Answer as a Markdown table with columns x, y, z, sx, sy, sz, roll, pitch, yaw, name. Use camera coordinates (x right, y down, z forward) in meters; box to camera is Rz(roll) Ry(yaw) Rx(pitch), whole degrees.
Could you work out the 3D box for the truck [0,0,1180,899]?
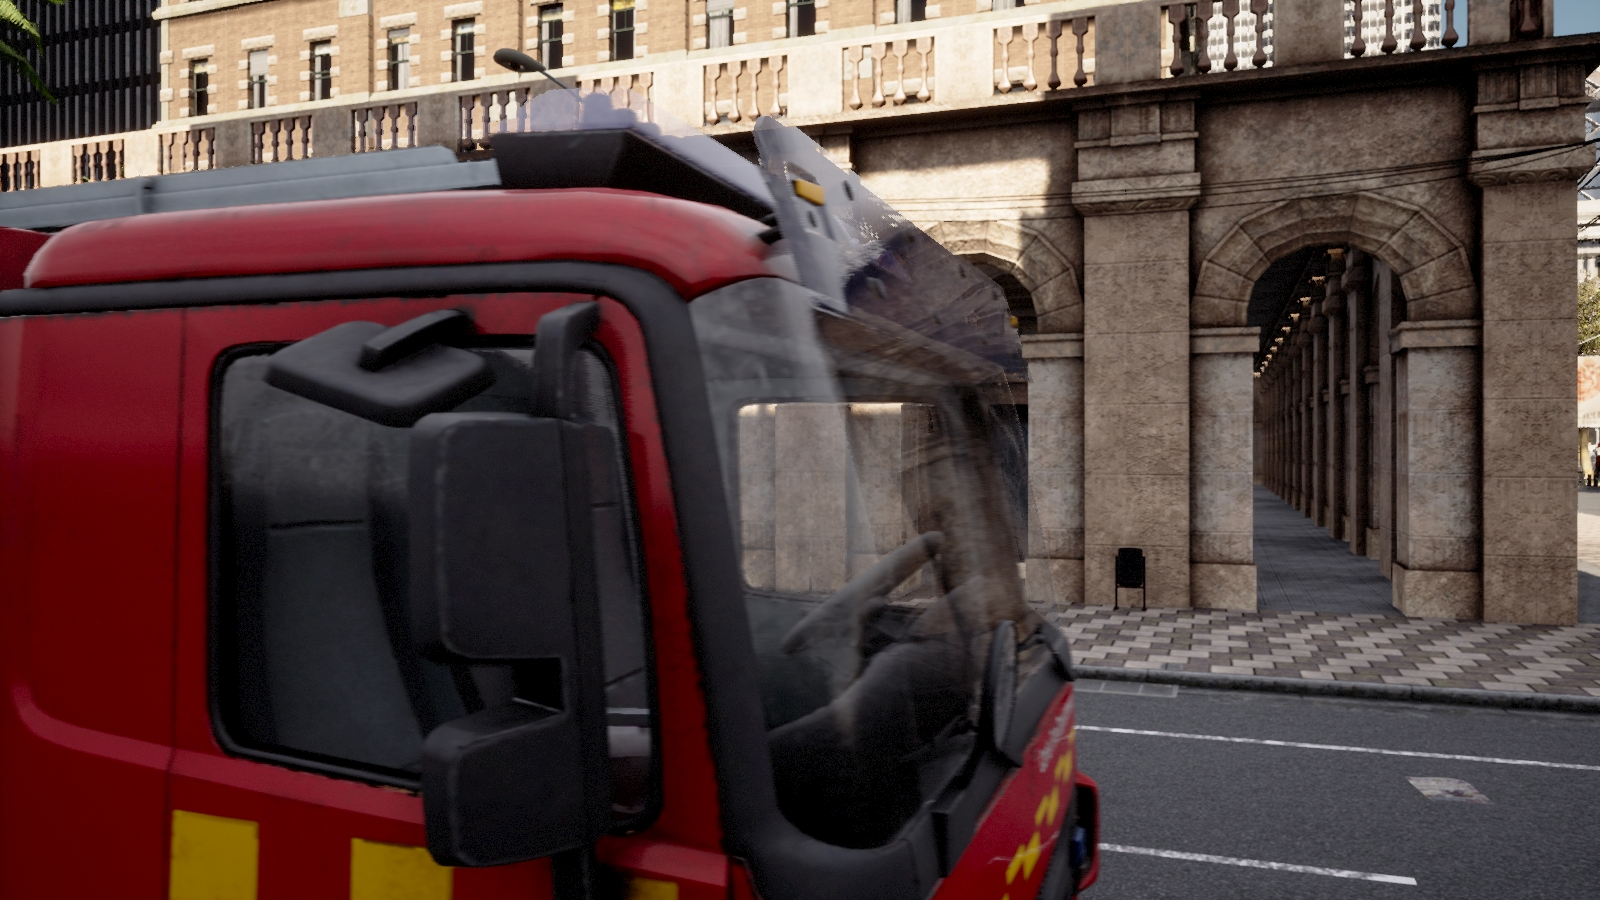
| x | y | z | sx | sy | sz | roll | pitch | yaw | name |
| --- | --- | --- | --- | --- | --- | --- | --- | --- | --- |
| -3.125 | 0.895 | 4.130 | 8.468 | 3.827 | 2.891 | 0 | 0 | 20 | truck |
